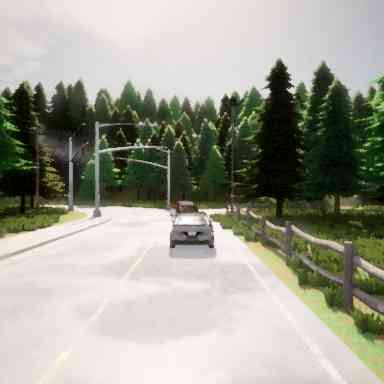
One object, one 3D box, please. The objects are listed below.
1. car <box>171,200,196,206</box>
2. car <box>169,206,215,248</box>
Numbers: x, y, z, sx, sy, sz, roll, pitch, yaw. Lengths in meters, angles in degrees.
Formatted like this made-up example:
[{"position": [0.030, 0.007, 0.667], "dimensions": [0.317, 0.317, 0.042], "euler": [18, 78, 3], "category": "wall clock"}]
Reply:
[{"position": [-0.775, 1.483, 29.974], "dimensions": [1.882, 1.535, 5.008], "euler": [0, 0, -13], "category": "car"}, {"position": [0.000, 1.561, 14.643], "dimensions": [2.033, 1.411, 5.357], "euler": [0, 0, 0], "category": "car"}]
